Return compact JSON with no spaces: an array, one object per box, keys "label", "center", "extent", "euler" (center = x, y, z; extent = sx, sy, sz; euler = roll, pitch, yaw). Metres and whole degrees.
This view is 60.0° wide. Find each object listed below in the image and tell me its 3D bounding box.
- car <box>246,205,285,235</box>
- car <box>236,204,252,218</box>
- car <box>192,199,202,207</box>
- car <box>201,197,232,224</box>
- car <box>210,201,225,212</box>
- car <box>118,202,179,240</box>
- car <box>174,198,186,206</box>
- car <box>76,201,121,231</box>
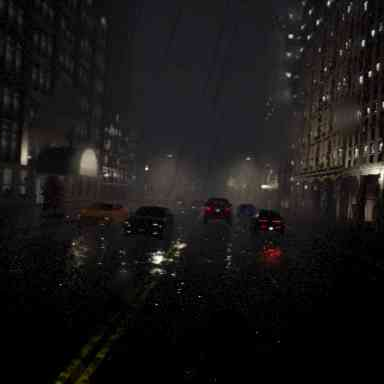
[{"label":"car","center":[4.928,1.924,22.190],"extent":[1.837,1.490,4.892],"euler":[3,0,5]},{"label":"car","center":[6.048,2.044,37.281],"extent":[1.882,1.535,5.008],"euler":[3,0,5]},{"label":"car","center":[1.106,1.957,59.547],"extent":[1.994,1.385,4.181],"euler":[3,0,5]},{"label":"car","center":[2.171,1.511,28.003],"extent":[2.150,2.045,5.566],"euler":[3,0,4]},{"label":"car","center":[3.571,2.076,47.207],"extent":[1.895,1.301,4.718],"euler":[3,0,4]},{"label":"car","center":[-2.082,1.460,17.374],"extent":[1.882,1.535,5.008],"euler":[3,0,4]},{"label":"car","center":[-2.093,1.737,60.281],"extent":[1.812,1.442,4.674],"euler":[3,0,5]},{"label":"car","center":[-5.158,1.295,19.773],"extent":[1.882,1.535,5.008],"euler":[3,0,4]}]
